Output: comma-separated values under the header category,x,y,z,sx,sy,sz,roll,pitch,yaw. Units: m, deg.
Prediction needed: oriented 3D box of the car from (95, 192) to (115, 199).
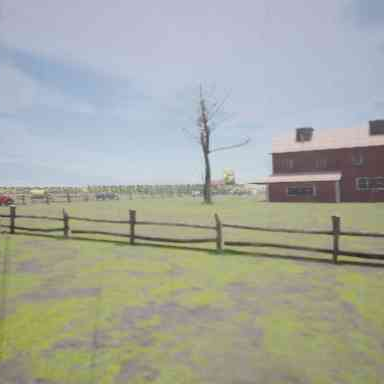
category,x,y,z,sx,sy,sz,roll,pitch,yaw
car,-17.281,0.670,66.328,1.994,1.385,4.181,-1,0,29

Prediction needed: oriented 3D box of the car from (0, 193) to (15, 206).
category,x,y,z,sx,sy,sz,roll,pitch,yaw
car,-26.414,0.897,43.828,2.150,2.045,5.566,-1,0,29

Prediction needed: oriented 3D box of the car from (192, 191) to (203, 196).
category,x,y,z,sx,sy,sz,roll,pitch,yaw
car,1.620,0.513,95.250,1.812,1.442,4.674,-1,0,29
